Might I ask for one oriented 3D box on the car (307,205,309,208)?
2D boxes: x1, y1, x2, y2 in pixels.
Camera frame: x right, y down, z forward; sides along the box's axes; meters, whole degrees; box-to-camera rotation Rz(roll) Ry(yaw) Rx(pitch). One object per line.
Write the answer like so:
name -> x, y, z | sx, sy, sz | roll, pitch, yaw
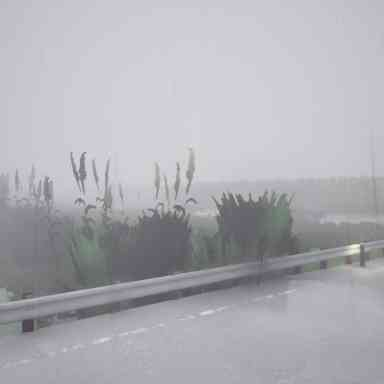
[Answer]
car -> 9.684, 1.697, 30.200 | 1.882, 1.535, 5.008 | -1, 1, -43
